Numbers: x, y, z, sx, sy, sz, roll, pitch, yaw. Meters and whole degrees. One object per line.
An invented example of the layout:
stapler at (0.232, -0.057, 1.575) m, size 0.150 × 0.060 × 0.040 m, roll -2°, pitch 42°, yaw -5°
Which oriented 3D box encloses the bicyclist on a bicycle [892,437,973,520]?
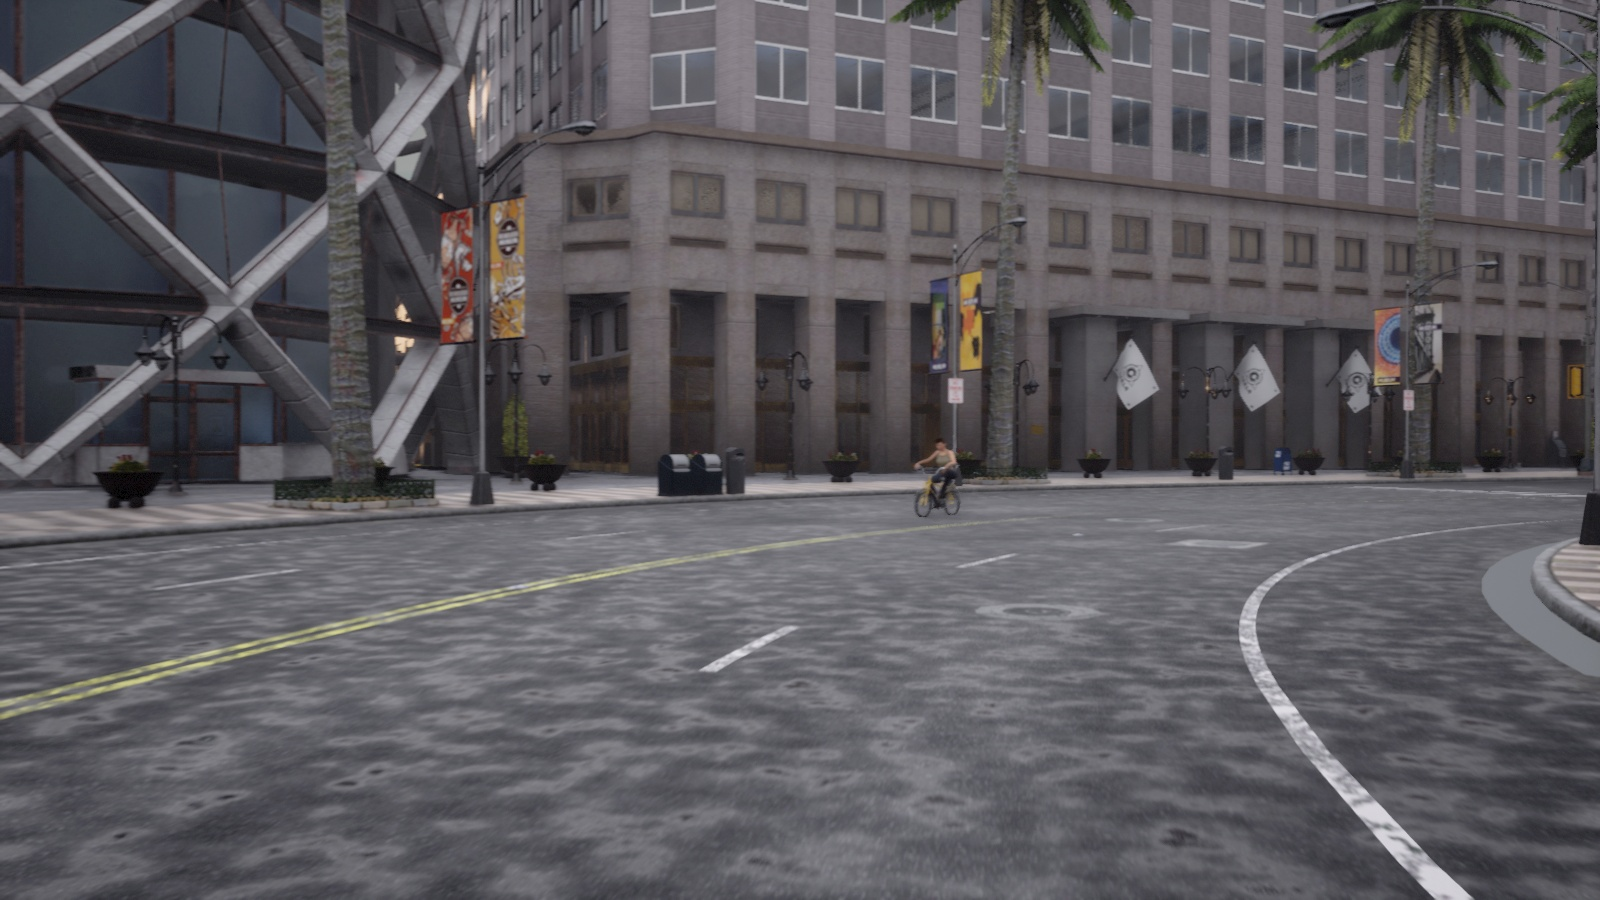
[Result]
bicyclist on a bicycle at (2.665, 0.546, 25.142) m, size 0.866 × 1.612 × 1.509 m, roll 1°, pitch 1°, yaw 42°
